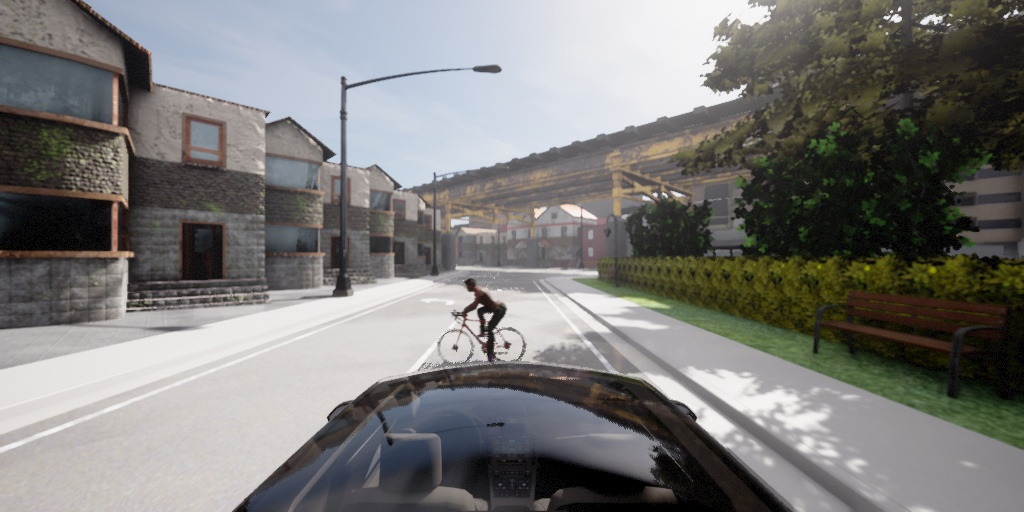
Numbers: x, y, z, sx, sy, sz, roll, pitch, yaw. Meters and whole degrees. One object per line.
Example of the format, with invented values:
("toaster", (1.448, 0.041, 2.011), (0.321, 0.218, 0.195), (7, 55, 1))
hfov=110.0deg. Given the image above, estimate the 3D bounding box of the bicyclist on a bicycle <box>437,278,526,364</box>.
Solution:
("bicyclist on a bicycle", (-0.584, 1.222, 6.662), (1.656, 1.620, 0.582), (-2, 0, 0))
